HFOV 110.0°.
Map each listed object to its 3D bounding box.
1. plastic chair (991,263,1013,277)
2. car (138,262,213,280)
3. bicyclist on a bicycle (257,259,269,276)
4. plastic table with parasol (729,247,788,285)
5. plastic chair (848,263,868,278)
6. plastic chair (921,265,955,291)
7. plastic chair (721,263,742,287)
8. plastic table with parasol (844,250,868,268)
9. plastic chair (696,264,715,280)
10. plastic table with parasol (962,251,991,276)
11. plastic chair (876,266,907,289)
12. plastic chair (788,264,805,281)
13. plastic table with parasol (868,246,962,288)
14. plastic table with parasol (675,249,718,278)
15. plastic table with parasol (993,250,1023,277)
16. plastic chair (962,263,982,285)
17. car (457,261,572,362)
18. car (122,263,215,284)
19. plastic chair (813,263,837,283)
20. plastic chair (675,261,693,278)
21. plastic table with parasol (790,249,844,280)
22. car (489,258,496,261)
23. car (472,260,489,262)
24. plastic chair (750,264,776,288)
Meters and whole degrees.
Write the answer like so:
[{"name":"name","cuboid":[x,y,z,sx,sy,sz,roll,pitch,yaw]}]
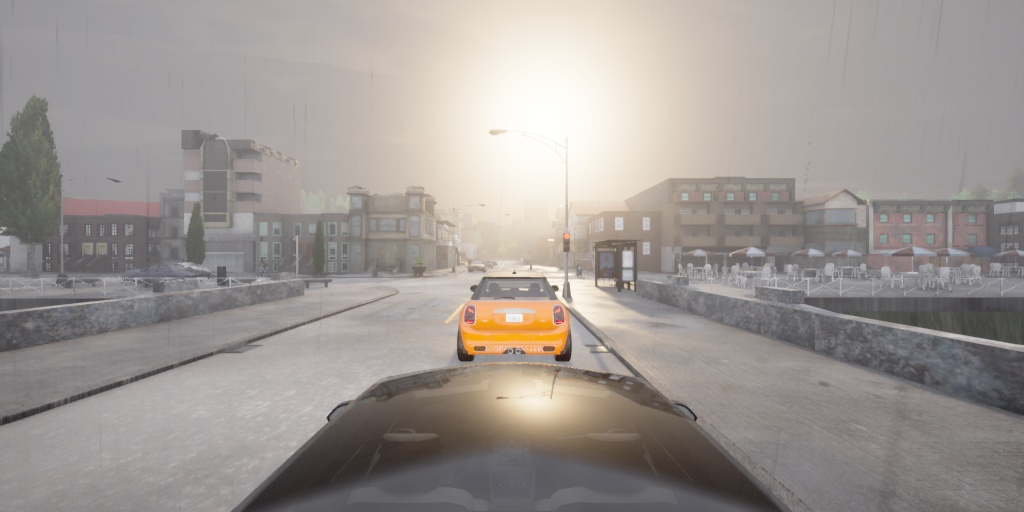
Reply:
[{"name":"plastic chair","cuboid":[45.497,1.279,33.358,0.730,1.272,0.750,0,0,0]},{"name":"car","cuboid":[-28.429,1.276,30.422,4.674,1.442,1.812,0,0,0]},{"name":"bicyclist on a bicycle","cuboid":[-24.022,1.099,34.599,0.582,1.620,1.656,0,0,0]},{"name":"plastic table with parasol","cuboid":[15.167,0.675,22.719,2.482,2.480,2.482,0,0,0]},{"name":"plastic chair","cuboid":[29.897,1.279,30.859,0.750,1.272,0.730,0,0,0]},{"name":"plastic chair","cuboid":[23.697,1.279,19.959,0.750,1.272,0.730,0,0,0]},{"name":"plastic chair","cuboid":[13.897,1.279,22.859,0.730,1.272,0.750,0,0,0]},{"name":"plastic table with parasol","cuboid":[30.227,0.675,32.229,2.482,2.480,2.482,0,0,0]},{"name":"plastic chair","cuboid":[15.797,1.279,29.259,0.750,1.272,0.730,0,0,0]},{"name":"plastic table with parasol","cuboid":[30.507,0.675,25.139,2.482,2.480,2.482,0,0,0]},{"name":"plastic chair","cuboid":[22.597,1.279,21.359,0.730,1.272,0.750,0,0,0]},{"name":"plastic chair","cuboid":[21.697,1.279,27.559,0.730,1.272,0.750,0,0,0]},{"name":"plastic table with parasol","cuboid":[23.797,0.675,21.309,2.482,2.480,2.482,0,0,0]},{"name":"plastic table with parasol","cuboid":[15.917,0.675,30.539,2.482,2.480,2.482,0,0,0]},{"name":"plastic table with parasol","cuboid":[46.697,0.675,33.238,2.482,2.480,2.482,0,0,0]},{"name":"plastic chair","cuboid":[30.497,1.279,23.859,0.750,1.272,0.730,0,0,0]},{"name":"car","cuboid":[0.060,1.102,8.397,2.097,1.767,4.553,0,0,1]},{"name":"car","cuboid":[-25.037,1.297,26.200,5.357,1.411,2.033,0,0,0]},{"name":"plastic chair","cuboid":[22.797,1.279,26.159,0.750,1.272,0.730,0,0,0]},{"name":"plastic chair","cuboid":[14.697,1.279,30.659,0.730,1.272,0.750,0,0,0]},{"name":"plastic table with parasol","cuboid":[22.897,0.675,27.509,2.482,2.480,2.482,0,0,0]},{"name":"car","cuboid":[-4.094,1.351,57.655,1.895,1.301,4.718,0,0,0]},{"name":"car","cuboid":[-4.100,1.276,42.505,1.812,1.442,4.674,0,0,0]},{"name":"plastic chair","cuboid":[14.997,1.279,21.459,0.750,1.272,0.730,0,0,0]}]
